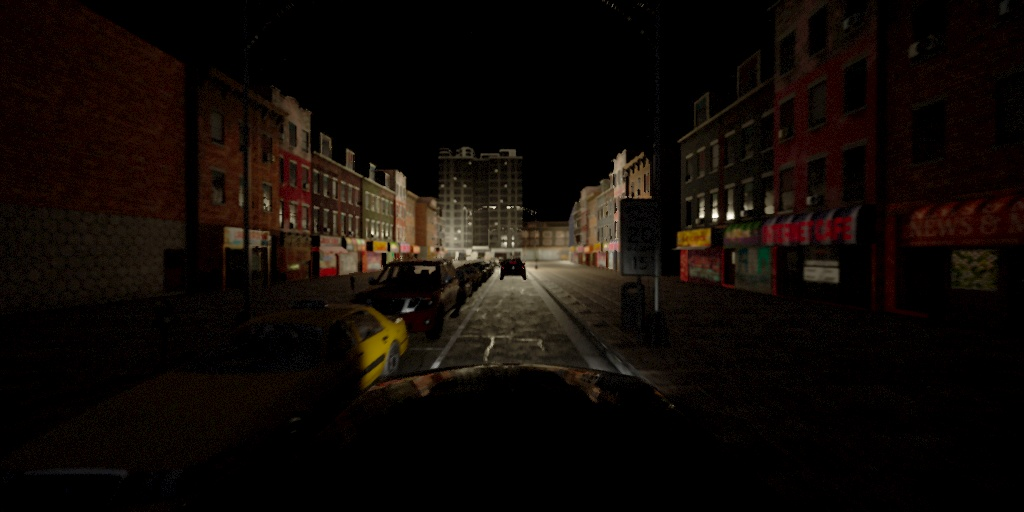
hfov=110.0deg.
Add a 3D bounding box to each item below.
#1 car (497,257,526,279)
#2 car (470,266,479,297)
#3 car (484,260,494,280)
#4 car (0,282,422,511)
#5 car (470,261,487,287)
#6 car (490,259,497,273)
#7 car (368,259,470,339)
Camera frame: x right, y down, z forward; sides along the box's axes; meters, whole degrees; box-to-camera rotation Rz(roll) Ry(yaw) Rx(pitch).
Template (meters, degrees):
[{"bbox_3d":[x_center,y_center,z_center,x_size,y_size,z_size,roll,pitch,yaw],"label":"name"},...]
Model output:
[{"bbox_3d":[0.097,0.952,30.252,2.097,1.767,4.553,0,0,0],"label":"car"},{"bbox_3d":[-2.640,1.259,15.495,1.802,1.307,4.207,0,0,0],"label":"car"},{"bbox_3d":[-2.641,1.185,26.398,1.948,1.339,4.313,0,0,0],"label":"car"},{"bbox_3d":[-2.639,1.260,4.421,1.751,1.417,4.829,0,0,0],"label":"car"},{"bbox_3d":[-2.640,1.173,20.777,1.751,1.417,4.829,0,0,0],"label":"car"},{"bbox_3d":[-2.641,1.157,31.850,1.948,1.339,4.313,0,0,0],"label":"car"},{"bbox_3d":[-2.639,1.020,10.042,2.192,1.841,5.009,0,0,0],"label":"car"}]
